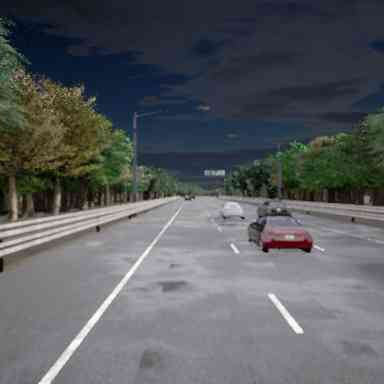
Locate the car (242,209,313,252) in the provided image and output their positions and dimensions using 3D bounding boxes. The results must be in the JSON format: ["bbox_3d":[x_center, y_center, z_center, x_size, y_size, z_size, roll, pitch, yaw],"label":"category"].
[{"bbox_3d":[3.602,1.642,14.272,1.994,1.385,4.181,0,0,0],"label":"car"}]

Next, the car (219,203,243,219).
[{"bbox_3d":[3.605,1.693,30.611,1.812,1.442,4.674,0,0,0],"label":"car"}]

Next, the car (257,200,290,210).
[{"bbox_3d":[7.104,1.512,29.343,2.097,1.767,4.553,0,0,0],"label":"car"}]
